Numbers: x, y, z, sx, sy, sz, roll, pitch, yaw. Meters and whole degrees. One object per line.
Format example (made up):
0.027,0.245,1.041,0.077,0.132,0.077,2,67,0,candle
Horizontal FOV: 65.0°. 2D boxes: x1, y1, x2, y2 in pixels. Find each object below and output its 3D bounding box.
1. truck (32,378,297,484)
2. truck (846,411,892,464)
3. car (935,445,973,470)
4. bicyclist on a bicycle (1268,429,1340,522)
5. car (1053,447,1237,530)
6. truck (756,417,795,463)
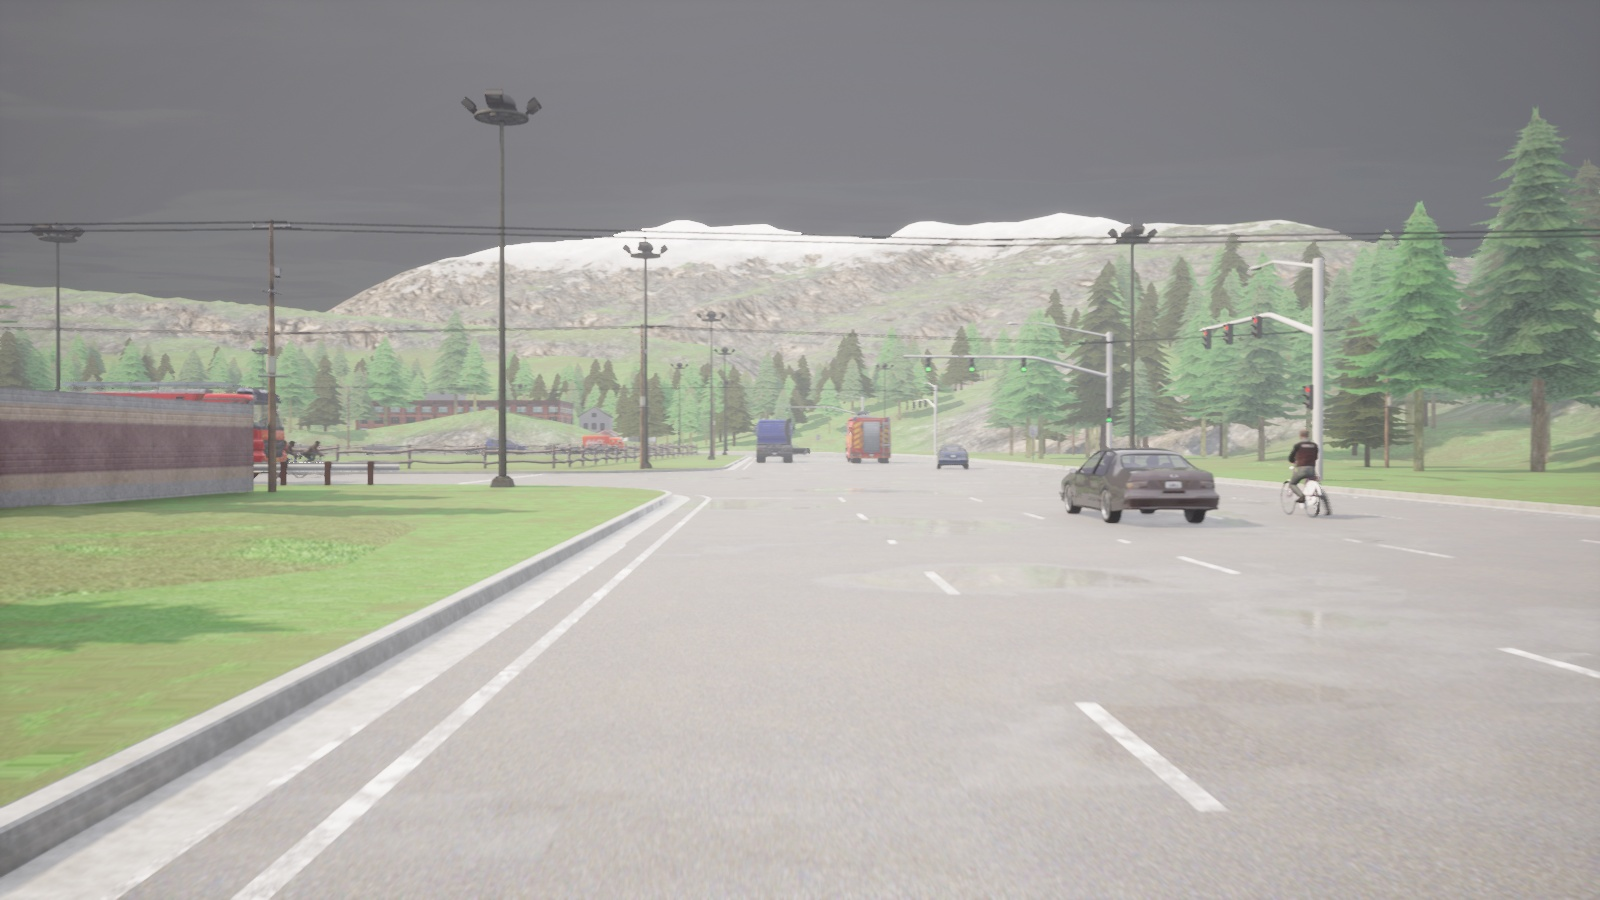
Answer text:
-23.741,-0.694,47.246,8.468,3.827,2.891,0,0,-2,truck
5.137,-0.940,94.883,2.891,3.827,8.468,0,0,-1,truck
8.868,0.397,72.671,2.033,1.411,5.357,0,0,5,car
10.032,0.485,25.061,0.659,1.776,1.843,0,1,-1,bicyclist on a bicycle
6.542,0.662,24.523,2.033,1.411,5.357,0,0,-1,car
-1.916,-0.776,97.561,2.891,3.462,7.936,0,0,-1,truck
